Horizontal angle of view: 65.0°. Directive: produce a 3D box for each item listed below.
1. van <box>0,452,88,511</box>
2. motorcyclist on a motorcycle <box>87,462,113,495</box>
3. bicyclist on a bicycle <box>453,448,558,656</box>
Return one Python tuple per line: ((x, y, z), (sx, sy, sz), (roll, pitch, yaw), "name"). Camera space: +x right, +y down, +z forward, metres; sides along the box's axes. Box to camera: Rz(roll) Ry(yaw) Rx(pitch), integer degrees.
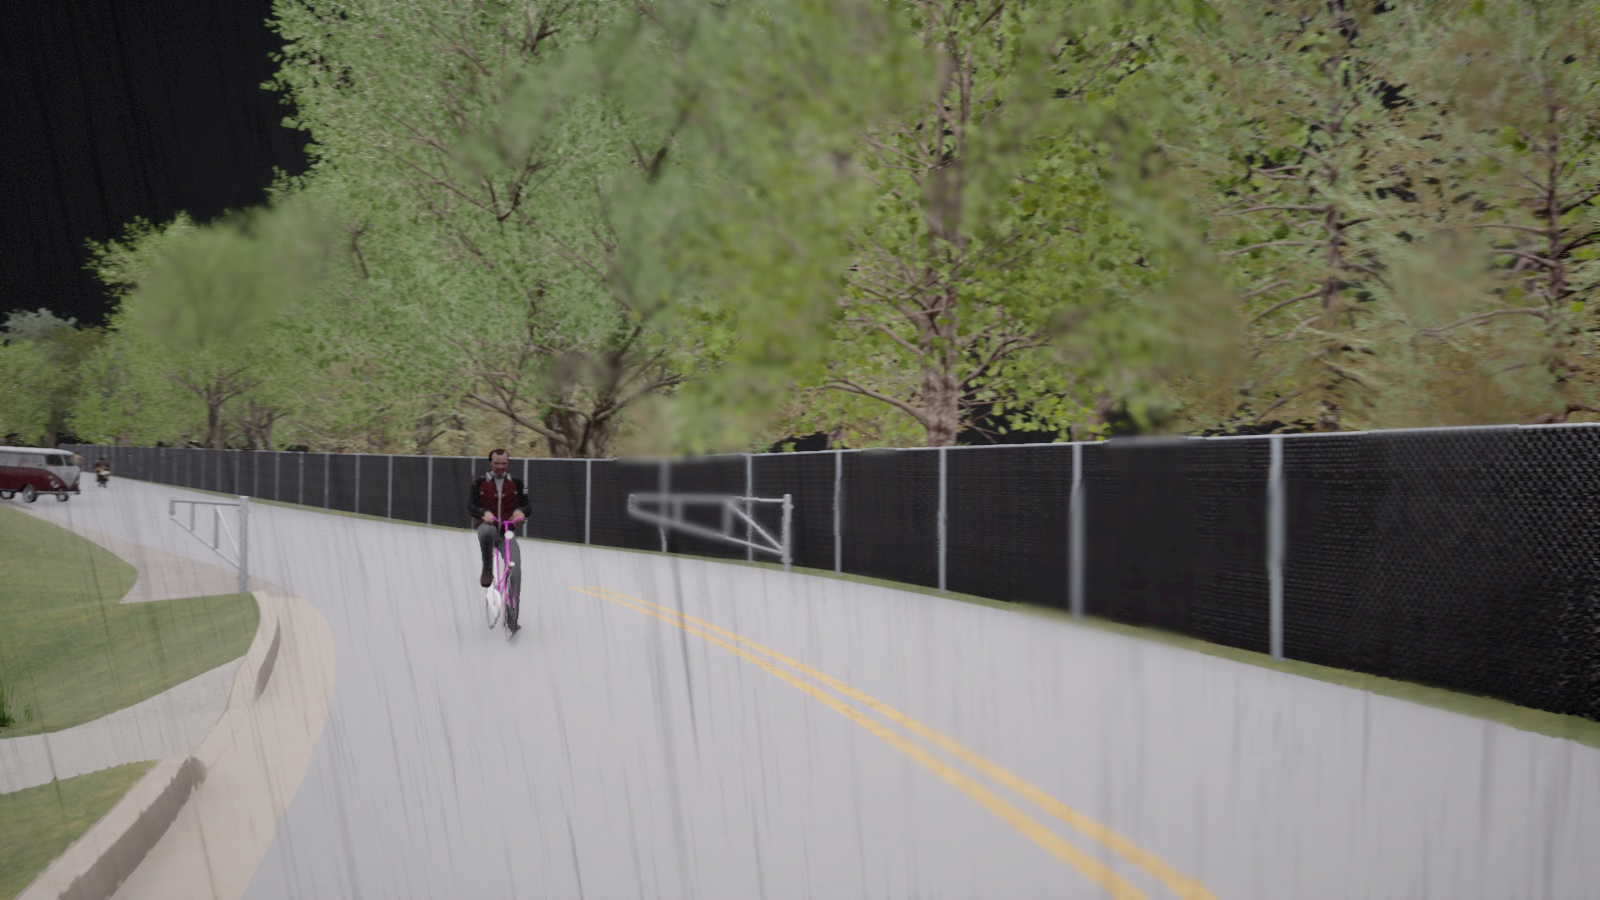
((-28.853, 1.132, 46.342), (4.442, 1.987, 1.775), (2, -1, 15), "van")
((-33.526, 1.352, 60.121), (0.797, 1.523, 2.044), (1, 0, -37), "motorcyclist on a motorcycle")
((-2.786, 0.893, 11.743), (0.659, 1.776, 1.843), (0, -1, -23), "bicyclist on a bicycle")
